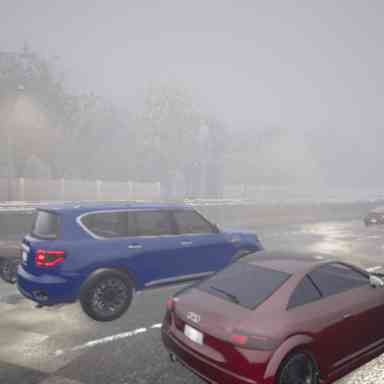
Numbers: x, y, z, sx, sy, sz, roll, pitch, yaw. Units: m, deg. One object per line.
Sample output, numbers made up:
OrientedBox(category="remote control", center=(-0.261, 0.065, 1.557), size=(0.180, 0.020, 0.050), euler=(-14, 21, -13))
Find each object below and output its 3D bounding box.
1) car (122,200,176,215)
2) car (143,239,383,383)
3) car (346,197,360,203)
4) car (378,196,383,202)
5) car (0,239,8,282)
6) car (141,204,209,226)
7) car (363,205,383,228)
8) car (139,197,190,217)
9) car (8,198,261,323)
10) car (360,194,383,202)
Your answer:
OrientedBox(category="car", center=(-4.520, 1.610, 35.144), size=(5.357, 1.411, 2.033), euler=(0, 0, -35))
OrientedBox(category="car", center=(1.651, 1.574, 4.918), size=(4.181, 1.385, 1.994), euler=(0, 0, -35))
OrientedBox(category="car", center=(29.316, 1.676, 59.133), size=(4.892, 1.490, 1.837), euler=(0, 0, -35))
OrientedBox(category="car", center=(32.256, 1.711, 52.643), size=(5.357, 1.411, 2.033), euler=(0, 0, -35))
OrientedBox(category="car", center=(-6.160, 1.558, 7.946), size=(5.357, 1.411, 2.033), euler=(0, 0, -36))
OrientedBox(category="car", center=(-1.220, 1.646, 24.603), size=(4.718, 1.301, 1.895), euler=(0, 0, -35))
OrientedBox(category="car", center=(12.914, 1.578, 21.537), size=(4.674, 1.442, 1.812), euler=(0, 0, -35))
OrientedBox(category="car", center=(-2.636, 1.411, 32.186), size=(4.553, 1.767, 2.097), euler=(0, 0, -35))
OrientedBox(category="car", center=(-0.786, 1.235, 7.479), size=(5.566, 2.045, 2.150), euler=(0, 0, -35))
OrientedBox(category="car", center=(31.457, 1.398, 56.365), size=(5.566, 2.045, 2.150), euler=(0, 0, -35))
